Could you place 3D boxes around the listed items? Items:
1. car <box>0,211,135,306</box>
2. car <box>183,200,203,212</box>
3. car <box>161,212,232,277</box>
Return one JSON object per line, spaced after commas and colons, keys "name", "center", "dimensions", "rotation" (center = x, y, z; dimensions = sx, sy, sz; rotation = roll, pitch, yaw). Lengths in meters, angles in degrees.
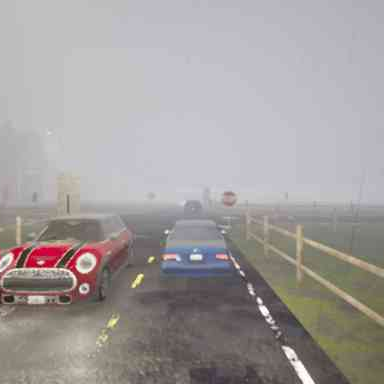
{"name": "car", "center": [-2.812, 1.364, 8.292], "dimensions": [2.097, 1.767, 4.553], "rotation": [0, 0, 0]}
{"name": "car", "center": [0.100, 1.537, 35.428], "dimensions": [1.882, 1.535, 5.008], "rotation": [0, 0, 0]}
{"name": "car", "center": [0.100, 1.564, 10.228], "dimensions": [2.033, 1.411, 5.357], "rotation": [0, 0, 0]}
